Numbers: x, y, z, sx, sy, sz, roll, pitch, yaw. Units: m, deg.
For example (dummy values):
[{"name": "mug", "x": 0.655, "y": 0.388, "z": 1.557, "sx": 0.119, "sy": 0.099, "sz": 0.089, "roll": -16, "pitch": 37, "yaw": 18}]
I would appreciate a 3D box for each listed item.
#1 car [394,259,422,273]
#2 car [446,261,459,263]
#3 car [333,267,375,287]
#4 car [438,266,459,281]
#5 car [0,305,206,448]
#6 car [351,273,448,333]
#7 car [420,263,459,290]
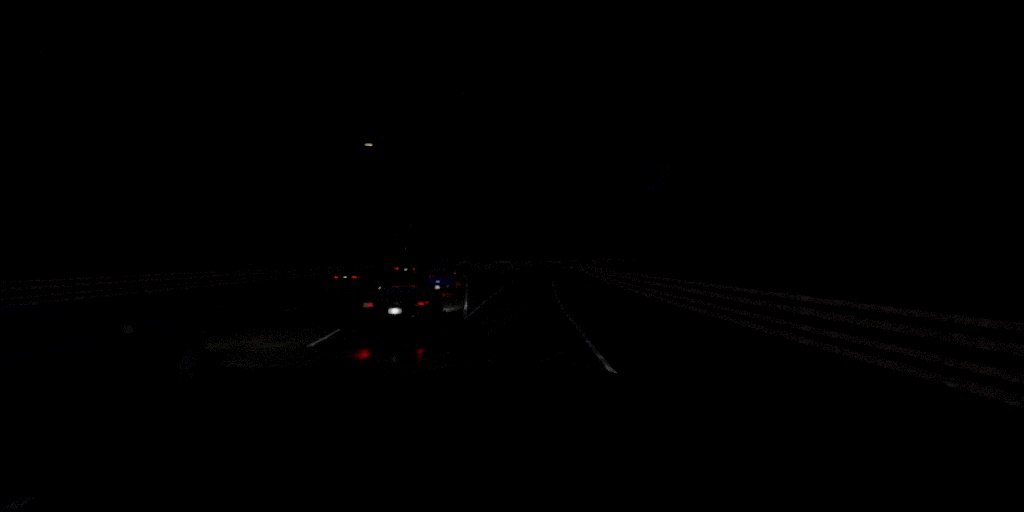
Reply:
[{"name": "car", "x": -9.269, "y": 1.301, "z": 32.665, "sx": 2.150, "sy": 2.045, "sz": 5.566, "roll": 0, "pitch": -1, "yaw": -8}, {"name": "car", "x": -9.227, "y": 1.872, "z": 55.735, "sx": 1.837, "sy": 1.490, "sz": 4.892, "roll": 0, "pitch": -1, "yaw": -9}, {"name": "car", "x": -12.159, "y": 1.593, "z": 27.874, "sx": 2.033, "sy": 1.411, "sz": 5.357, "roll": 0, "pitch": -1, "yaw": -7}, {"name": "car", "x": -6.324, "y": 1.706, "z": 36.117, "sx": 1.895, "sy": 1.301, "sz": 4.718, "roll": 0, "pitch": -1, "yaw": -8}, {"name": "car", "x": -5.813, "y": 1.270, "z": 3.883, "sx": 1.882, "sy": 1.535, "sz": 5.008, "roll": 0, "pitch": -1, "yaw": -7}, {"name": "car", "x": -3.247, "y": 1.407, "z": 11.215, "sx": 1.994, "sy": 1.385, "sz": 4.181, "roll": 0, "pitch": -1, "yaw": -7}, {"name": "car", "x": -4.820, "y": 1.449, "z": 24.367, "sx": 1.882, "sy": 1.535, "sz": 5.008, "roll": 0, "pitch": -1, "yaw": -7}]
